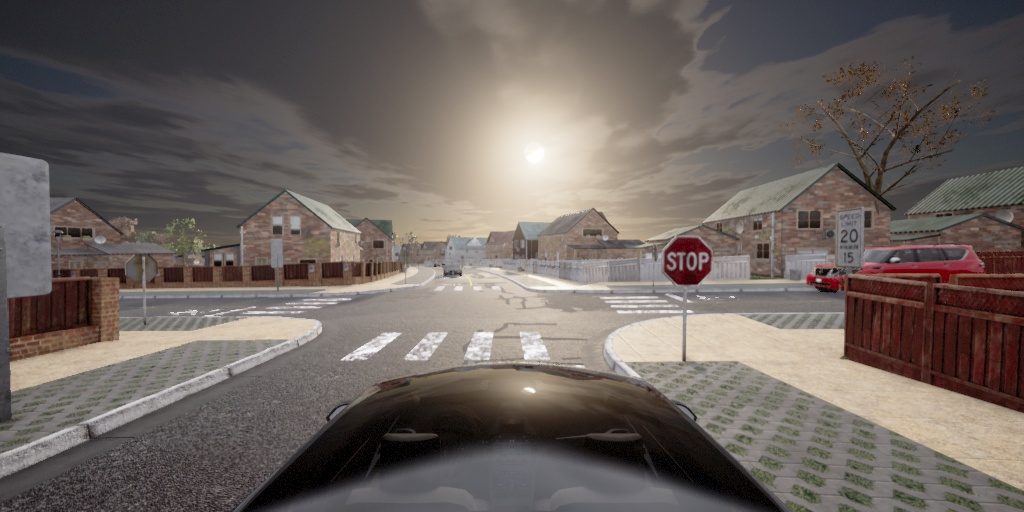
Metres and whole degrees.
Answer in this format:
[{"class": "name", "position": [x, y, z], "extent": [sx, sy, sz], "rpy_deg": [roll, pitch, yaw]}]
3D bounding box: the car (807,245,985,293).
[{"class": "car", "position": [15.595, 0.594, 14.764], "extent": [5.566, 2.045, 2.150], "rpy_deg": [-1, 1, 5]}]

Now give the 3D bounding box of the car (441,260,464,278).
[{"class": "car", "position": [-5.989, 1.385, 36.300], "extent": [1.837, 1.490, 4.892], "rpy_deg": [0, 0, -10]}]

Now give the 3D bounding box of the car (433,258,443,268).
[{"class": "car", "position": [-12.542, 1.196, 62.706], "extent": [2.097, 1.767, 4.553], "rpy_deg": [0, 0, -18]}]
